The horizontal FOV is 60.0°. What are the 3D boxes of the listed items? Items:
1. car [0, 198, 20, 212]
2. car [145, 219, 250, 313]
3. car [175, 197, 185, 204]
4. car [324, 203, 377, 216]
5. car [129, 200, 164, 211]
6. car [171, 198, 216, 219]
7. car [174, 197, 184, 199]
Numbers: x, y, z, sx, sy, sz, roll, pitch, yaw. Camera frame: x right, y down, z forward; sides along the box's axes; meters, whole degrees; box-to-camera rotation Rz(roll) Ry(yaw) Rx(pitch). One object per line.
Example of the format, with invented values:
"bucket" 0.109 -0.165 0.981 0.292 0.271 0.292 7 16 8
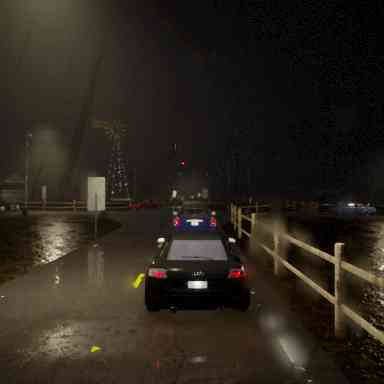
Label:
"car" -20.255 1.292 34.093 4.892 1.490 1.837 1 -2 0
"car" 0.110 1.573 7.749 1.994 1.385 4.181 0 0 0
"car" -2.633 1.784 72.527 1.882 1.535 5.008 0 0 0
"car" 17.908 1.950 37.662 5.357 1.411 2.033 1 -2 0
"car" -5.722 1.708 41.944 1.895 1.301 4.718 -1 -1 34
"car" 0.122 1.380 16.392 2.097 1.767 4.553 0 0 0
"car" -2.733 1.706 59.676 2.128 1.511 4.902 0 0 0
